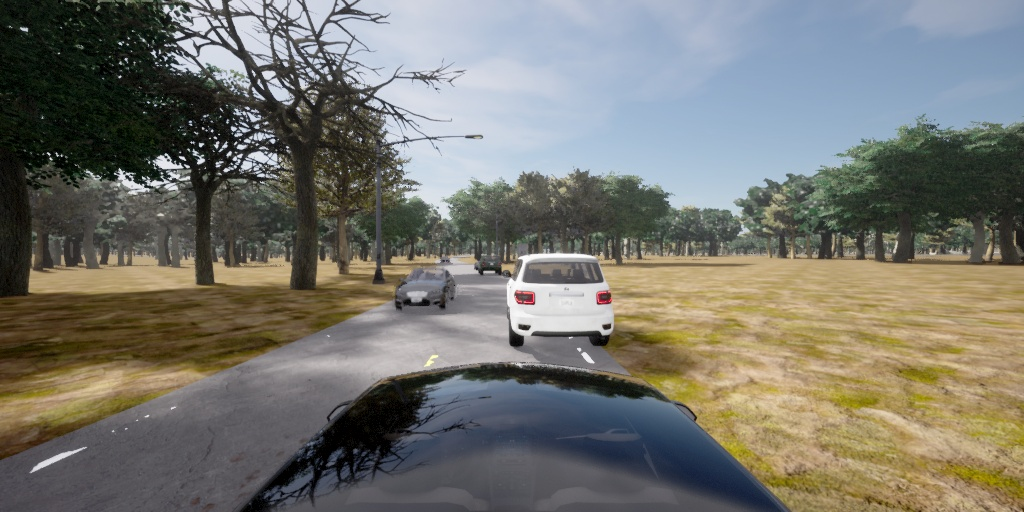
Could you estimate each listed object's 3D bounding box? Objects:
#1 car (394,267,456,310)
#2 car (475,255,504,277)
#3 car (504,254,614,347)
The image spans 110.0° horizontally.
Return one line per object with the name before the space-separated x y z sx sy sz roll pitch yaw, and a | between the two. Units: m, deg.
car | -3.390 1.231 14.702 2.128 1.511 4.902 0 0 -3
car | -2.371 0.899 37.738 2.150 2.045 5.566 0 0 -9
car | 0.964 0.967 9.497 2.150 2.045 5.566 0 0 -2
